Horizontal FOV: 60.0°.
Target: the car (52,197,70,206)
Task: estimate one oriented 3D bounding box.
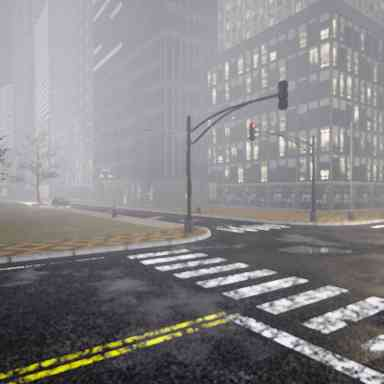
[{"bbox_3d":[-21.508,1.542,54.378,2.033,1.411,5.357,0,0,-35],"label":"car"}]
